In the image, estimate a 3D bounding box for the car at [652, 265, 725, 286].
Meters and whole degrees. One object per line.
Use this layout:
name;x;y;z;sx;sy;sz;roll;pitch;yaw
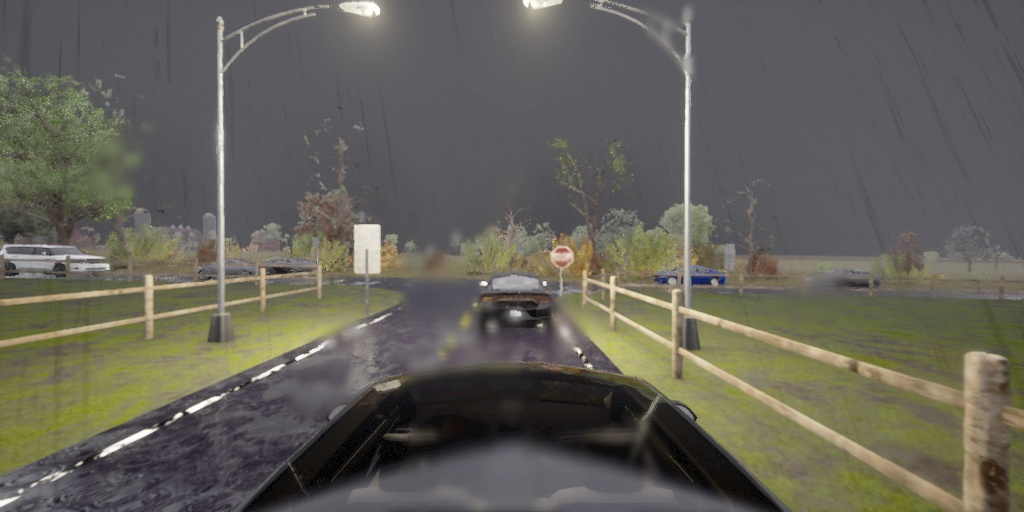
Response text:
car;12.910;1.418;26.332;5.008;1.535;1.882;1;1;-1

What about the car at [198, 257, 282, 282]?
car;-17.915;0.889;23.441;4.181;1.385;1.994;1;1;0

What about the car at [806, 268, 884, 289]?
car;24.283;1.673;26.357;4.902;1.511;2.128;1;1;0

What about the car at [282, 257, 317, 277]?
car;-17.007;0.788;26.379;4.902;1.511;2.128;1;1;0

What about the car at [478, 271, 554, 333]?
car;0.069;1.192;10.712;1.882;1.535;5.008;0;0;-1

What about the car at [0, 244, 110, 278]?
car;-29.909;0.286;23.444;5.566;2.045;2.150;1;1;0
